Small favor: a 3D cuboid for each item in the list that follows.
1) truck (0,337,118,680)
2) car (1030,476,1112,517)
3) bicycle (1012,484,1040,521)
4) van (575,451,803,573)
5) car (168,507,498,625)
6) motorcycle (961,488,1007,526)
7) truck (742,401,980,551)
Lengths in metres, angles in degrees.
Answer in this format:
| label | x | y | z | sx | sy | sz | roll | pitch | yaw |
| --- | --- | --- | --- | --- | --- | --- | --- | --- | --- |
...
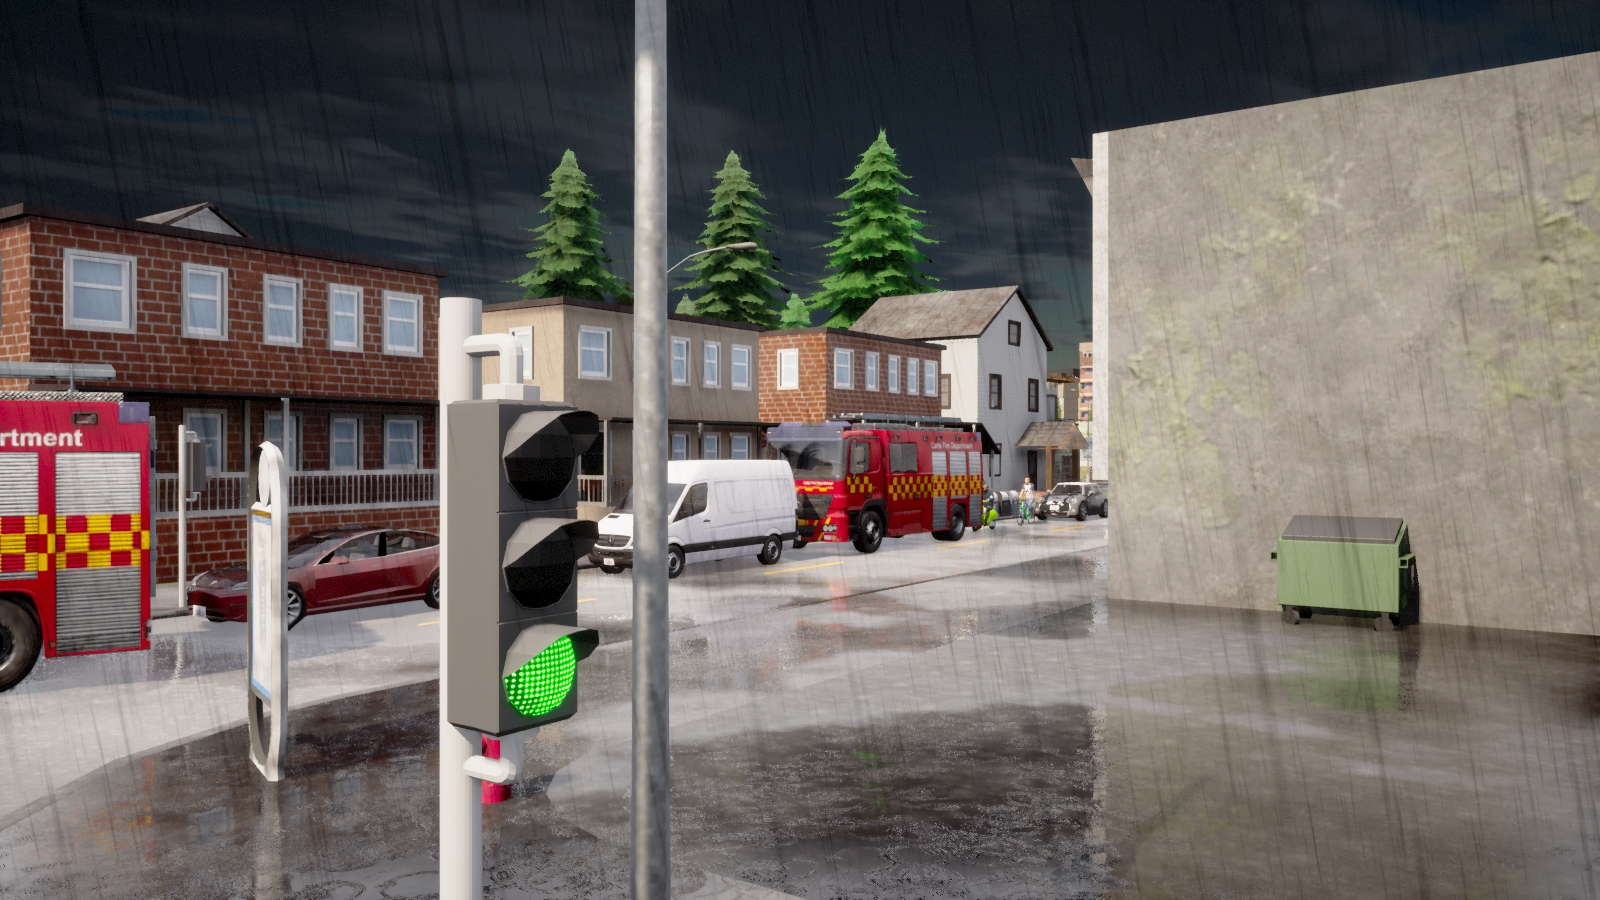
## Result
| label | x | y | z | sx | sy | sz | roll | pitch | yaw |
| --- | --- | --- | --- | --- | --- | --- | --- | --- | --- |
| truck | -12.332 | 0.662 | 12.378 | 8.468 | 3.827 | 2.891 | 0 | 0 | -31 |
| car | 11.003 | 1.837 | 46.179 | 1.970 | 1.475 | 3.806 | 0 | 0 | 35 |
| bicycle | 8.406 | 1.928 | 42.476 | 0.373 | 1.296 | 1.643 | 0 | 0 | 35 |
| van | -2.442 | 1.307 | 26.996 | 1.988 | 2.561 | 5.915 | 0 | 0 | 35 |
| car | -7.751 | 1.835 | 19.428 | 2.163 | 1.488 | 4.792 | 0 | 0 | 35 |
| motorcycle | 6.398 | 1.954 | 39.613 | 0.856 | 1.236 | 1.805 | 0 | 0 | 35 |
| truck | 2.054 | 0.663 | 33.403 | 2.891 | 3.827 | 8.468 | 0 | 0 | 35 |
